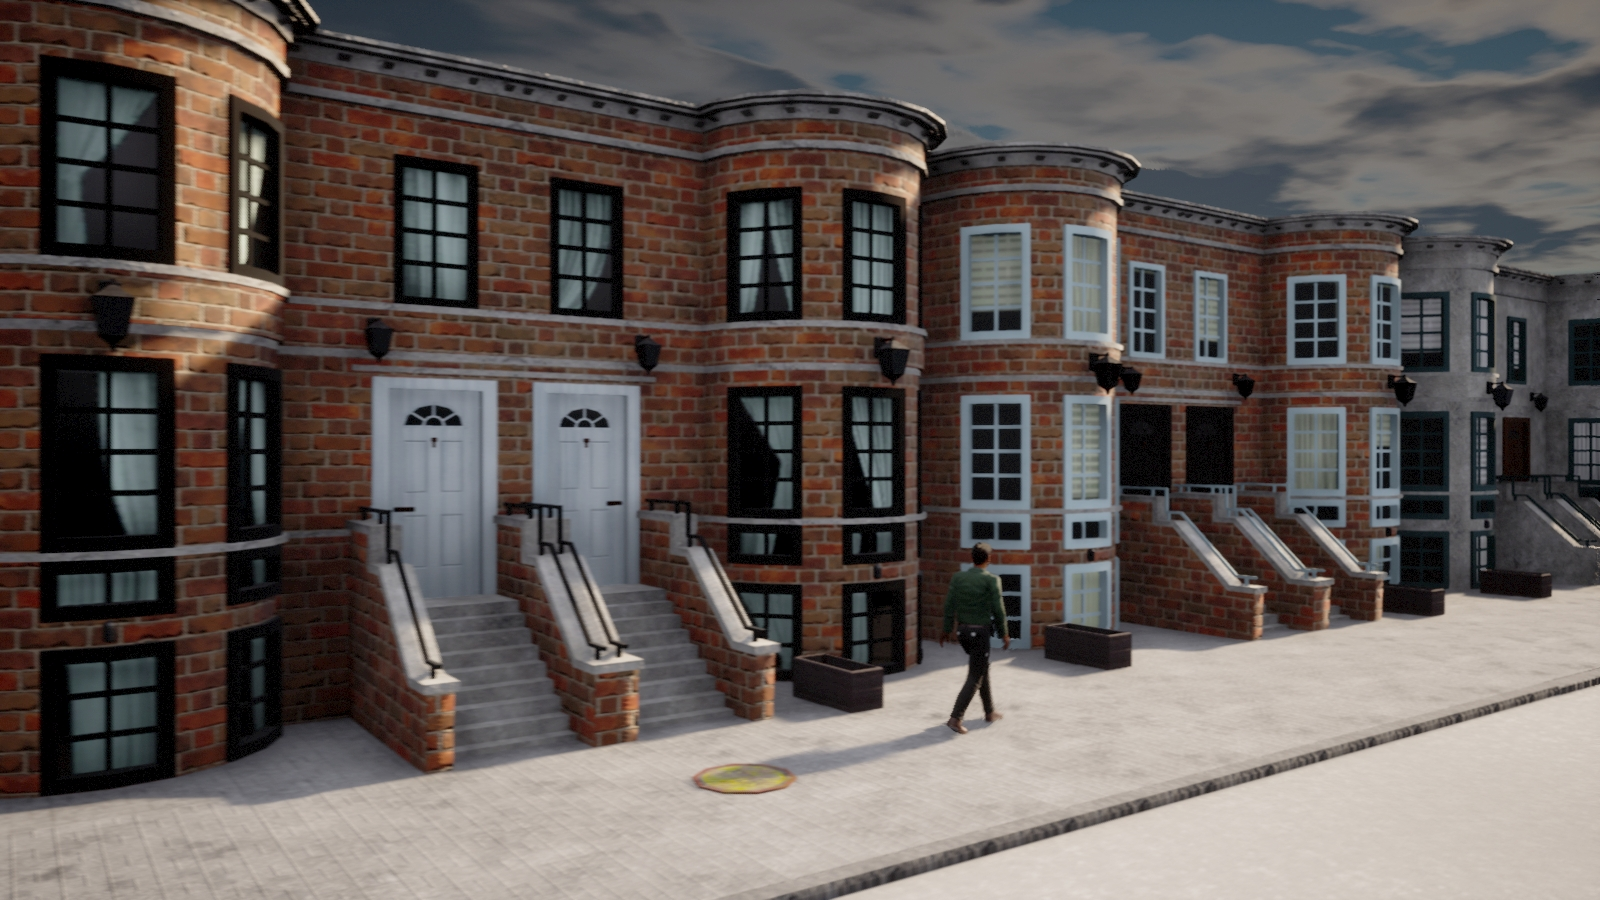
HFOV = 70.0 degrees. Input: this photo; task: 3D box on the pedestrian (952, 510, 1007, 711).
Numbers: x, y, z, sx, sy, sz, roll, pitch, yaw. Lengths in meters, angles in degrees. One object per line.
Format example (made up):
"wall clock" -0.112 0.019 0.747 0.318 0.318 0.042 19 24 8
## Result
"pedestrian" 1.736 1.526 11.034 0.375 1.860 0.375 0 0 45
